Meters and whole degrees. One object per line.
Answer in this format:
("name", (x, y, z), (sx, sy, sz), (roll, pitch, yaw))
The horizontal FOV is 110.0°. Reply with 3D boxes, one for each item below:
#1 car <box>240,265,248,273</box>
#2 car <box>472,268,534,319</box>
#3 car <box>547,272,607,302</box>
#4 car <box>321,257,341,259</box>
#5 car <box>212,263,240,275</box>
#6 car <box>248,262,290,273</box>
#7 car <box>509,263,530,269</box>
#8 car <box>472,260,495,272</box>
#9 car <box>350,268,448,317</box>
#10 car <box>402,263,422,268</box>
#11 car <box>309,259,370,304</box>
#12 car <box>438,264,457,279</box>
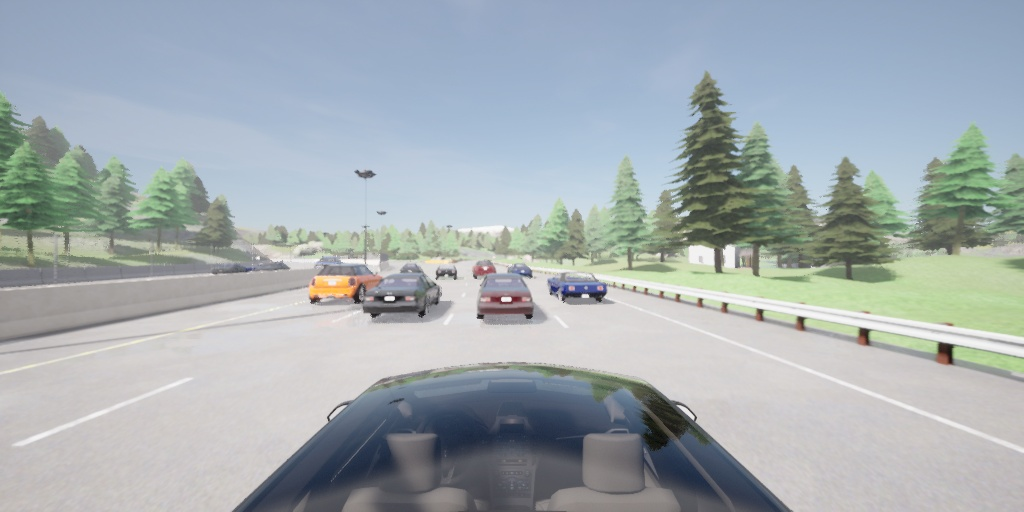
("car", (-29.203, 1.511, 41.959), (1.895, 1.301, 4.718), (0, 0, -12))
("car", (-0.318, 1.330, 13.041), (2.033, 1.411, 5.357), (0, 0, -3))
("car", (2.901, 1.389, 17.159), (1.895, 1.301, 4.718), (0, 0, -4))
("car", (-22.540, 1.129, 44.285), (2.150, 2.045, 5.566), (0, -1, -12))
("car", (-32.719, 1.480, 41.660), (1.994, 1.385, 4.181), (0, 0, -12))
("car", (-24.662, 1.396, 37.054), (1.837, 1.490, 4.892), (0, -1, -11))
("car", (0.685, 1.405, 35.294), (1.994, 1.385, 4.181), (0, 0, -9))
("car", (-2.768, 1.198, 34.730), (2.097, 1.767, 4.553), (0, 0, -9))
("car", (-3.837, 1.336, 13.307), (2.033, 1.411, 5.357), (0, 0, -3))
("car", (-10.075, 1.426, 36.018), (1.994, 1.385, 4.181), (0, 0, -10))
("car", (-7.650, 1.157, 17.051), (2.097, 1.767, 4.553), (0, 0, -4))
("car", (-6.136, 1.450, 33.826), (1.895, 1.301, 4.718), (0, 0, -9))
